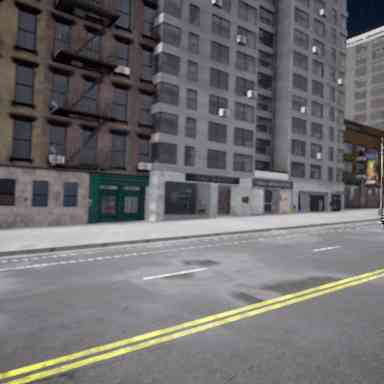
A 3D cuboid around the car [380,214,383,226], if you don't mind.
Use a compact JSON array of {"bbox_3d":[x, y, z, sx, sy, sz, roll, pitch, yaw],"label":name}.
[{"bbox_3d":[14.413,1.673,21.944,4.718,1.301,1.895,0,0,-35],"label":"car"}]
